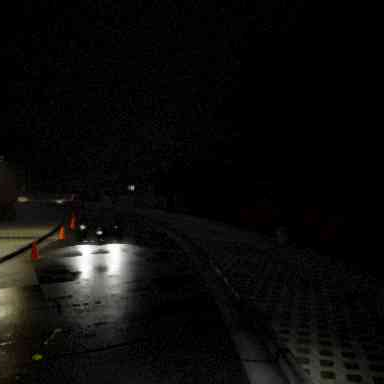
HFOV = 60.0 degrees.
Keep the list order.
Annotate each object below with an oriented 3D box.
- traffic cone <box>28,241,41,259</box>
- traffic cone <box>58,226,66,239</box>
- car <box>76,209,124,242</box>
[{"bbox_3d":[-5.354,1.954,11.315,0.340,0.580,0.340,0,0,-9],"label":"traffic cone"},{"bbox_3d":[-6.259,1.954,16.076,0.340,0.580,0.340,0,0,-13],"label":"traffic cone"},{"bbox_3d":[-4.413,1.562,16.285,1.994,1.385,4.181,0,0,-13],"label":"car"}]
